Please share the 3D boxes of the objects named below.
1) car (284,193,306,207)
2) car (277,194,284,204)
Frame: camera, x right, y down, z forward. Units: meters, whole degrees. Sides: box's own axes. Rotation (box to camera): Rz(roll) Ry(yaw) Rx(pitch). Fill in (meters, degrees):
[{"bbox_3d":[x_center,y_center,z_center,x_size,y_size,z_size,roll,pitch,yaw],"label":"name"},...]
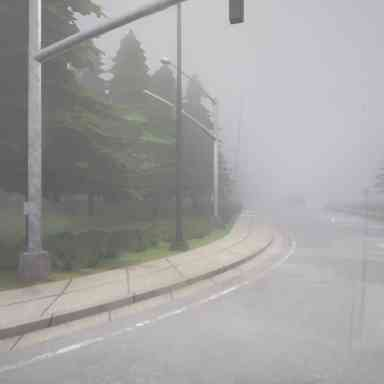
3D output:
[{"bbox_3d":[16.353,1.230,52.030,2.150,2.045,5.566,0,0,8],"label":"car"},{"bbox_3d":[17.797,1.361,62.271,2.097,1.767,4.553,0,0,8],"label":"car"}]
